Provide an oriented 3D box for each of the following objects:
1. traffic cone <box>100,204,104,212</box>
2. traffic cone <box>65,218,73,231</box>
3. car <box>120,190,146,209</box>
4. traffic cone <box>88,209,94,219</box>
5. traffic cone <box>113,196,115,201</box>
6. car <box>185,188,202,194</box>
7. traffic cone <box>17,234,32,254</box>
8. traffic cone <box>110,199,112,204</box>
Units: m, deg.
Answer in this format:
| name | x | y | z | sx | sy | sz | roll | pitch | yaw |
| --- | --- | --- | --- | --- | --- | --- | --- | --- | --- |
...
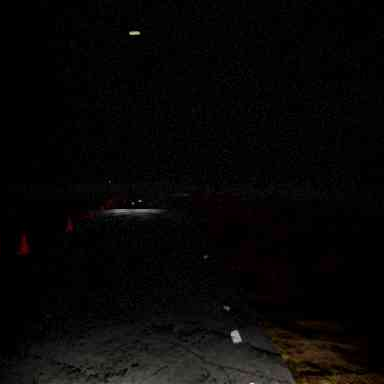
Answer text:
| name | x | y | z | sx | sy | sz | roll | pitch | yaw |
| --- | --- | --- | --- | --- | --- | --- | --- | --- | --- |
| traffic cone | -6.847 | 1.218 | 25.253 | 0.340 | 0.580 | 0.340 | 0 | 2 | -8 |
| traffic cone | -5.700 | 1.500 | 15.473 | 0.340 | 0.580 | 0.340 | 0 | 2 | -5 |
| car | -5.305 | 0.631 | 30.061 | 1.837 | 1.490 | 4.892 | 0 | 2 | -9 |
| traffic cone | -6.206 | 1.359 | 20.371 | 0.340 | 0.580 | 0.340 | 0 | 2 | -7 |
| traffic cone | -8.528 | 0.952 | 34.957 | 0.340 | 0.580 | 0.340 | 0 | 2 | -11 |
| car | 0.284 | -0.248 | 74.549 | 1.882 | 1.535 | 5.008 | 1 | 1 | 34 |
| traffic cone | -5.327 | 1.641 | 10.563 | 0.340 | 0.580 | 0.340 | 0 | 2 | -4 |
| traffic cone | -7.621 | 1.080 | 30.116 | 0.340 | 0.580 | 0.340 | 0 | 2 | -10 |
